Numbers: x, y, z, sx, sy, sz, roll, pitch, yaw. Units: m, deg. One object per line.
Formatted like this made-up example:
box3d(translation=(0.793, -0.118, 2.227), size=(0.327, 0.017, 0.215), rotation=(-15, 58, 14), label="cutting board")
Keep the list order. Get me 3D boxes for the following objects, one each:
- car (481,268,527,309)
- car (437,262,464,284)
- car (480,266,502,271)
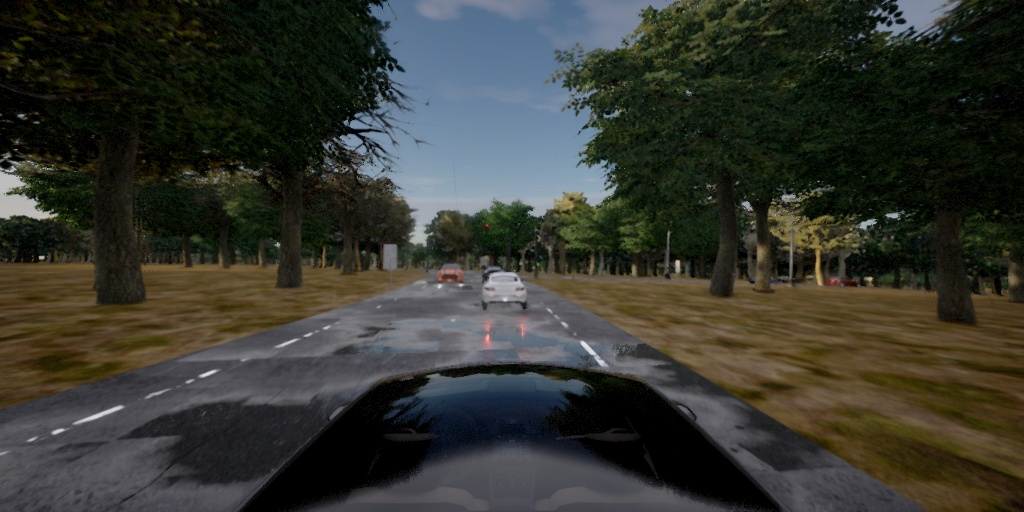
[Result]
box3d(translation=(-0.360, 1.426, 15.870), size=(1.812, 1.442, 4.674), rotation=(0, 0, -3), label="car")
box3d(translation=(-5.270, 1.424, 31.263), size=(2.097, 1.767, 4.553), rotation=(0, -1, -6), label="car")
box3d(translation=(-1.612, 1.574, 30.530), size=(1.837, 1.490, 4.892), rotation=(0, 0, -6), label="car")
